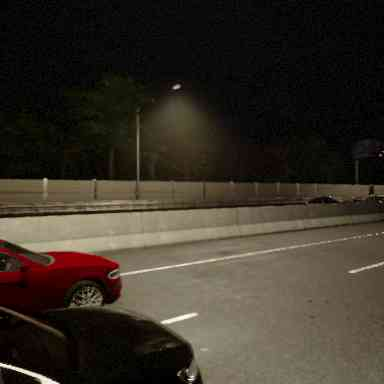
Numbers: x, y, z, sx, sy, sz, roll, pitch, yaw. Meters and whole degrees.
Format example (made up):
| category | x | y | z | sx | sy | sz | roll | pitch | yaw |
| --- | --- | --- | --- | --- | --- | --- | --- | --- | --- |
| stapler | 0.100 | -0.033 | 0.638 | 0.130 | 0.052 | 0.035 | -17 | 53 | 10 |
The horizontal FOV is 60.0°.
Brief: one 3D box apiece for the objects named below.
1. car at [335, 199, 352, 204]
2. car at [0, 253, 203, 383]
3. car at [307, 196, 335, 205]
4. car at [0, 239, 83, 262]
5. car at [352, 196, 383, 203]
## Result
| category | x | y | z | sx | sy | sz | roll | pitch | yaw |
| --- | --- | --- | --- | --- | --- | --- | --- | --- | --- |
| car | 19.353 | 1.427 | 39.266 | 4.718 | 1.301 | 1.895 | 0 | 0 | -35 |
| car | -2.149 | 1.507 | 2.213 | 4.892 | 1.490 | 1.837 | 0 | 0 | -35 |
| car | 16.287 | 1.336 | 41.374 | 4.892 | 1.490 | 1.837 | 0 | 0 | -35 |
| car | -3.635 | 1.478 | 5.453 | 5.008 | 1.535 | 1.882 | 0 | 0 | -35 |
| car | 19.374 | 1.187 | 34.983 | 4.553 | 1.767 | 2.097 | 0 | 0 | -35 |
